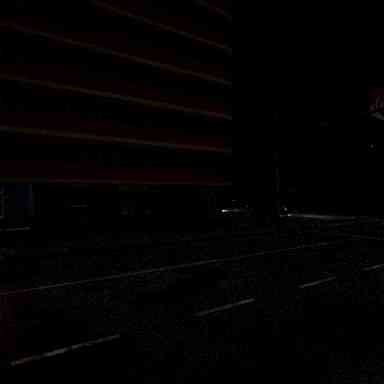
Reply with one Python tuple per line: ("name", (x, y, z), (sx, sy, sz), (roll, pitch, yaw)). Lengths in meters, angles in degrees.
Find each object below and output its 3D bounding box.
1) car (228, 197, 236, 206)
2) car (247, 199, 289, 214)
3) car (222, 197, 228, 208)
("car", (4.812, 1.491, 52.254), (2.128, 1.511, 4.902), (0, 0, -36))
("car", (8.037, 1.491, 35.549), (2.128, 1.511, 4.902), (0, 0, -36))
("car", (2.205, 1.564, 43.598), (1.994, 1.385, 4.181), (0, 0, -36))
